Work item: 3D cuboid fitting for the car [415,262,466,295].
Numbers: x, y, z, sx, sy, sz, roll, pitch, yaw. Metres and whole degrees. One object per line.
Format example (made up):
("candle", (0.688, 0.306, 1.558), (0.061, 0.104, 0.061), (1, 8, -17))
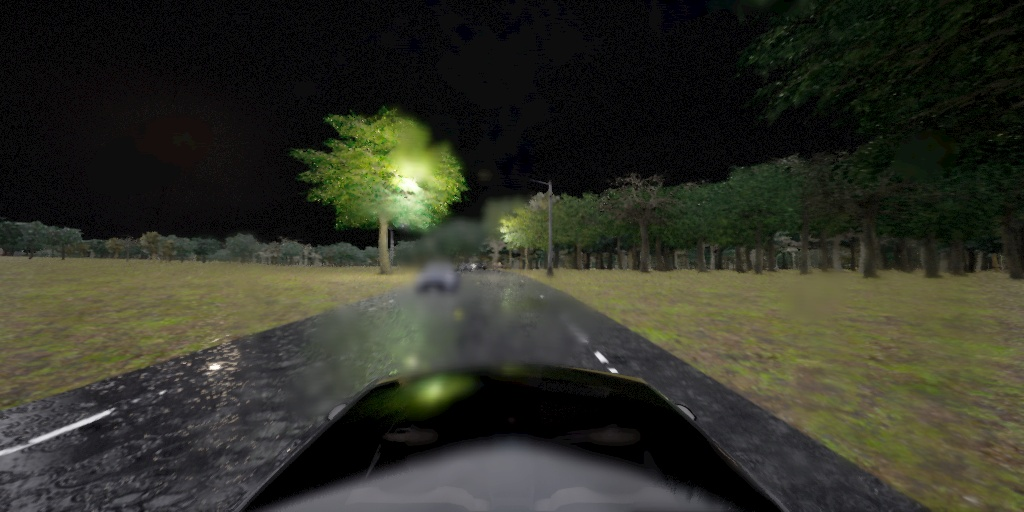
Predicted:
("car", (-3.985, 1.156, 20.123), (2.097, 1.767, 4.553), (0, 0, -2))

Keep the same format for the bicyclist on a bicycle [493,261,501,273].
("bicyclist on a bicycle", (-1.780, 1.564, 50.324), (0.866, 1.612, 1.509), (0, -1, -7))

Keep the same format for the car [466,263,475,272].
("car", (-7.595, 1.898, 60.206), (1.994, 1.385, 4.181), (0, -1, -7))
